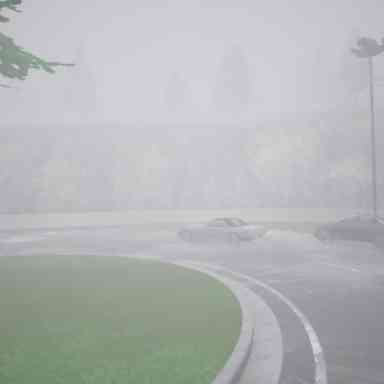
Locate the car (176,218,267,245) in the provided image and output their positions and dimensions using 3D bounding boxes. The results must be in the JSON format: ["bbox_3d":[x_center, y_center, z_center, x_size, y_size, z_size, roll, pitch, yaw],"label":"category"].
[{"bbox_3d":[1.464,2.043,17.990,4.718,1.301,1.895,-2,-2,35],"label":"car"}]

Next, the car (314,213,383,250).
[{"bbox_3d":[8.092,1.758,15.753,2.128,1.511,4.902,0,-2,-30],"label":"car"}]
